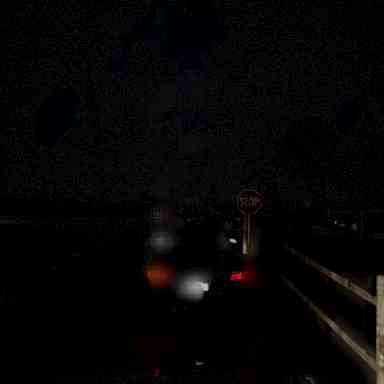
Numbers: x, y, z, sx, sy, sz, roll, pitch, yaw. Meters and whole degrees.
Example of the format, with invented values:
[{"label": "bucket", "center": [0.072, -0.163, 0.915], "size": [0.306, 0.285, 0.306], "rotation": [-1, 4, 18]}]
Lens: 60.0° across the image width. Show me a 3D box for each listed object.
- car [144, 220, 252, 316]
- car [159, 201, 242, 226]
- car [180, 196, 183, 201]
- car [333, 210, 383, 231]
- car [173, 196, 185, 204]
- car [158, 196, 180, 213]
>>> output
[{"label": "car", "center": [0.112, 1.567, 7.595], "size": [1.994, 1.385, 4.181], "rotation": [0, 0, 0]}, {"label": "car", "center": [0.645, 1.569, 20.884], "size": [4.902, 1.511, 2.128], "rotation": [2, 0, 0]}, {"label": "car", "center": [-2.734, 1.600, 47.441], "size": [1.994, 1.385, 4.181], "rotation": [0, 0, 0]}, {"label": "car", "center": [12.643, 2.058, 23.767], "size": [4.892, 1.490, 1.837], "rotation": [2, 0, -2]}, {"label": "car", "center": [-2.612, 1.619, 68.234], "size": [2.033, 1.411, 5.357], "rotation": [0, 0, 1]}, {"label": "car", "center": [-2.763, 1.518, 37.446], "size": [2.128, 1.511, 4.902], "rotation": [0, 0, 0]}]
